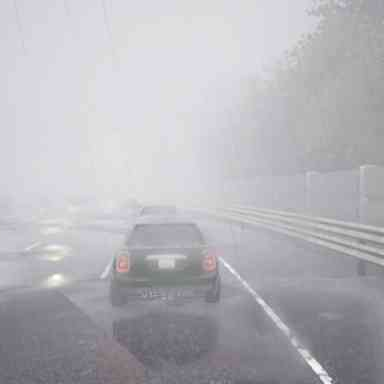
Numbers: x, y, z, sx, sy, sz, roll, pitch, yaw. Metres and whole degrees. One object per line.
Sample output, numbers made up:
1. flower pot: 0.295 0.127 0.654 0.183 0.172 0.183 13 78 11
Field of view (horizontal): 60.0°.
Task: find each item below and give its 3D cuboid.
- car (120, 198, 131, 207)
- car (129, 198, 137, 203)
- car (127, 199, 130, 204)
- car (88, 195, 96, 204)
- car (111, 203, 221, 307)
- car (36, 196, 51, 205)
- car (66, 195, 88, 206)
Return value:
1. car: -7.385 1.418 38.870 2.033 1.411 5.357 0 0 -16
2. car: -1.595 1.298 14.837 2.097 1.767 4.553 0 0 -9
3. car: -3.396 1.463 24.058 2.033 1.411 5.357 0 0 -13
4. car: -18.415 1.312 58.721 1.882 1.535 5.008 0 0 -33
5. car: -0.679 1.322 8.166 2.097 1.767 4.553 0 0 -6
6. car: -25.005 1.365 56.030 2.128 1.511 4.902 0 0 -33
7. car: -18.354 1.409 52.068 2.033 1.411 5.357 0 0 -30
